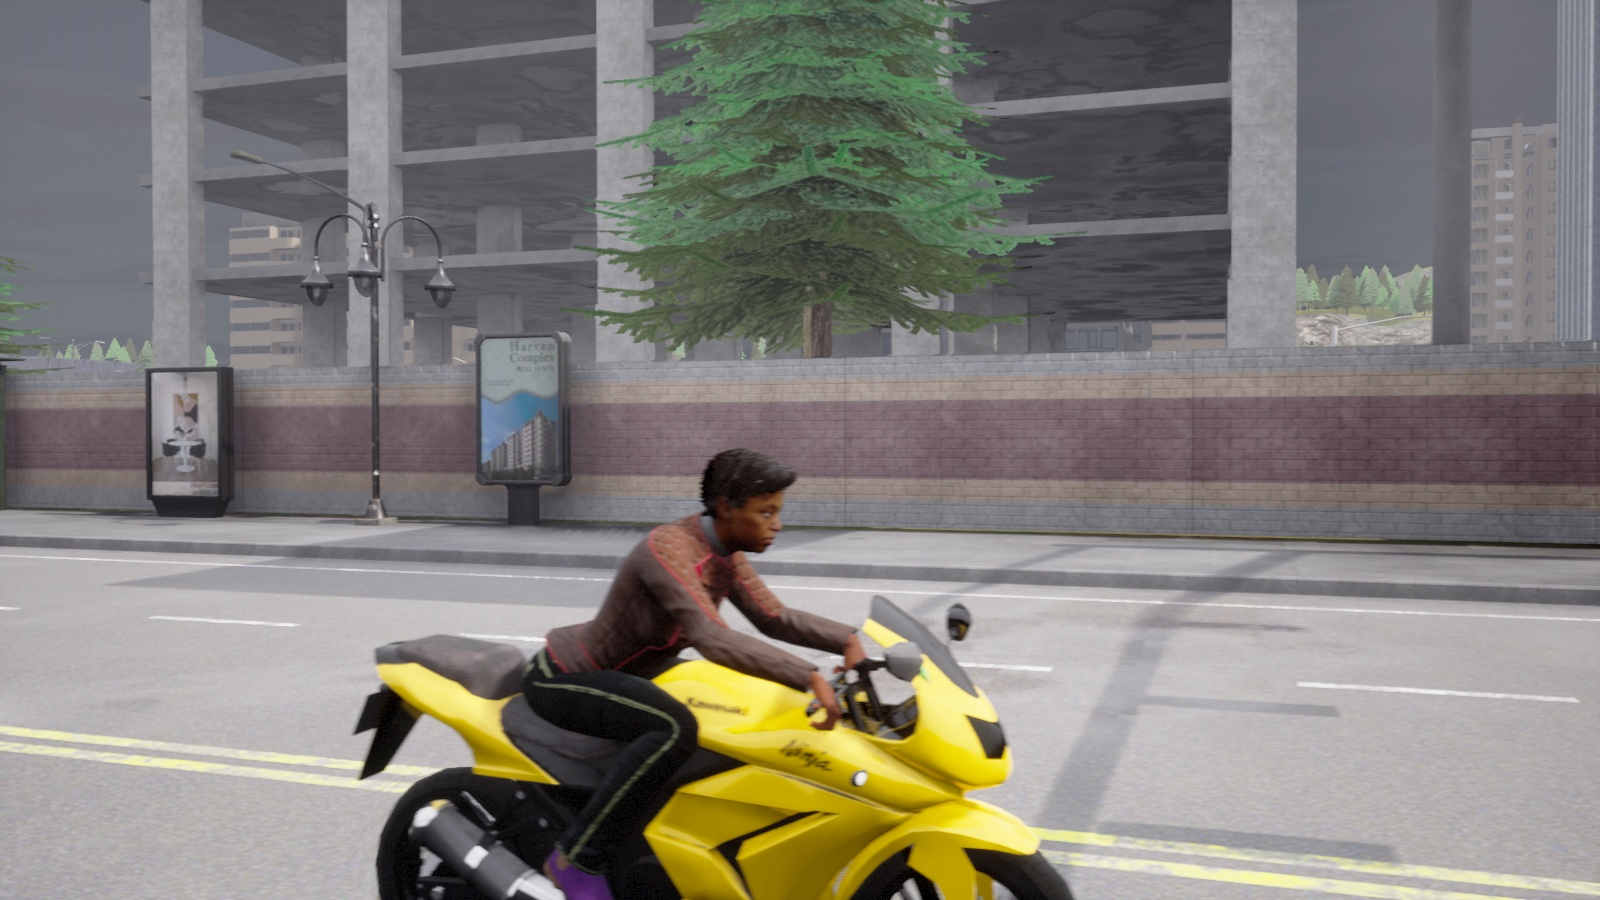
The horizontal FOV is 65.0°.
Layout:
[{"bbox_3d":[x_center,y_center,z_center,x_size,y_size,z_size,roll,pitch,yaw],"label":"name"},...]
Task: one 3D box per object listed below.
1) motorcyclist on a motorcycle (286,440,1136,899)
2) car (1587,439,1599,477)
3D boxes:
[{"bbox_3d":[-0.219,0.752,3.266,2.044,1.523,0.797,1,1,19],"label":"motorcyclist on a motorcycle"},{"bbox_3d":[30.105,0.303,45.279,1.994,1.385,4.181,1,1,19],"label":"car"}]
